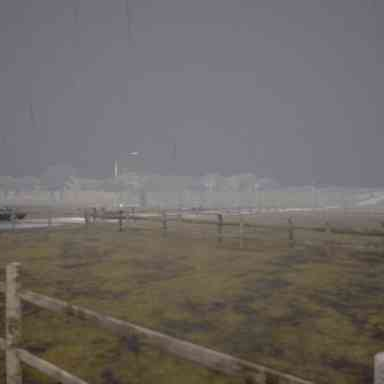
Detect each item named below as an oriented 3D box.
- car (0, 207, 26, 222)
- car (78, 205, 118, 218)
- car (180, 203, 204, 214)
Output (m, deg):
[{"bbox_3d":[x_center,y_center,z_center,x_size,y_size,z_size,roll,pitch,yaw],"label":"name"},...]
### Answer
[{"bbox_3d":[-16.125,1.857,26.731,1.895,1.301,4.718,1,-1,35],"label":"car"},{"bbox_3d":[-9.950,2.054,35.519,1.994,1.385,4.181,1,-1,34],"label":"car"},{"bbox_3d":[-0.014,2.405,49.542,2.128,1.511,4.902,1,-1,35],"label":"car"}]
